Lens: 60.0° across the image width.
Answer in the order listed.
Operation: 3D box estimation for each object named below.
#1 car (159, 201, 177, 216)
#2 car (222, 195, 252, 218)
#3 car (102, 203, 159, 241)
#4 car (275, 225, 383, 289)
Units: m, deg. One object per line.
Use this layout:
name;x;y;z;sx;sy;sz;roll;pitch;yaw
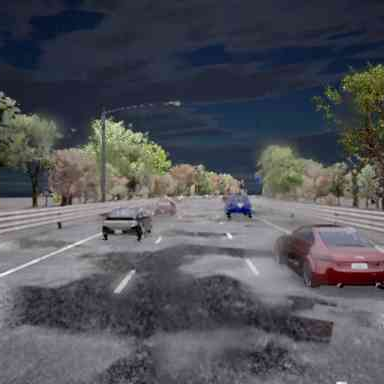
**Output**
car;-2.618;1.625;33.544;1.812;1.442;4.674;0;0;3
car;4.304;1.316;31.610;2.150;2.045;5.566;0;0;2
car;-3.174;1.536;17.053;2.128;1.511;4.902;0;0;1
car;3.680;1.588;9.252;1.994;1.385;4.181;0;0;1
